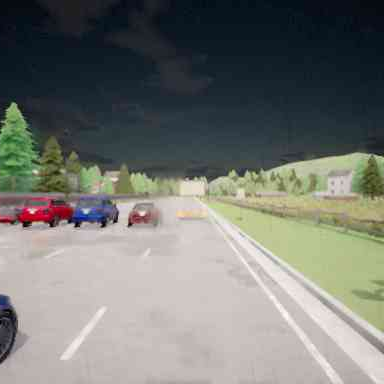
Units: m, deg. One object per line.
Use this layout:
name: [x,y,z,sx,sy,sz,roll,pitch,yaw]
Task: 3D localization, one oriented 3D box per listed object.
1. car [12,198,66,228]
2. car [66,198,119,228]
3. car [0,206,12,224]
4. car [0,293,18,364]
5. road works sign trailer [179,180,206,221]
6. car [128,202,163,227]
car: [-10.389,1.424,24.316,2.150,2.045,5.566,0,0,0]
car: [-6.890,1.424,24.320,2.150,2.045,5.566,0,0,0]
car: [-13.889,1.780,25.891,1.994,1.385,4.181,0,0,0]
car: [-3.412,1.551,2.870,1.812,1.442,4.674,0,0,0]
road works sign trailer: [0.013,0.713,29.791,2.380,3.560,2.880,0,0,0]
car: [-3.389,1.559,24.841,2.097,1.767,4.553,0,0,0]
